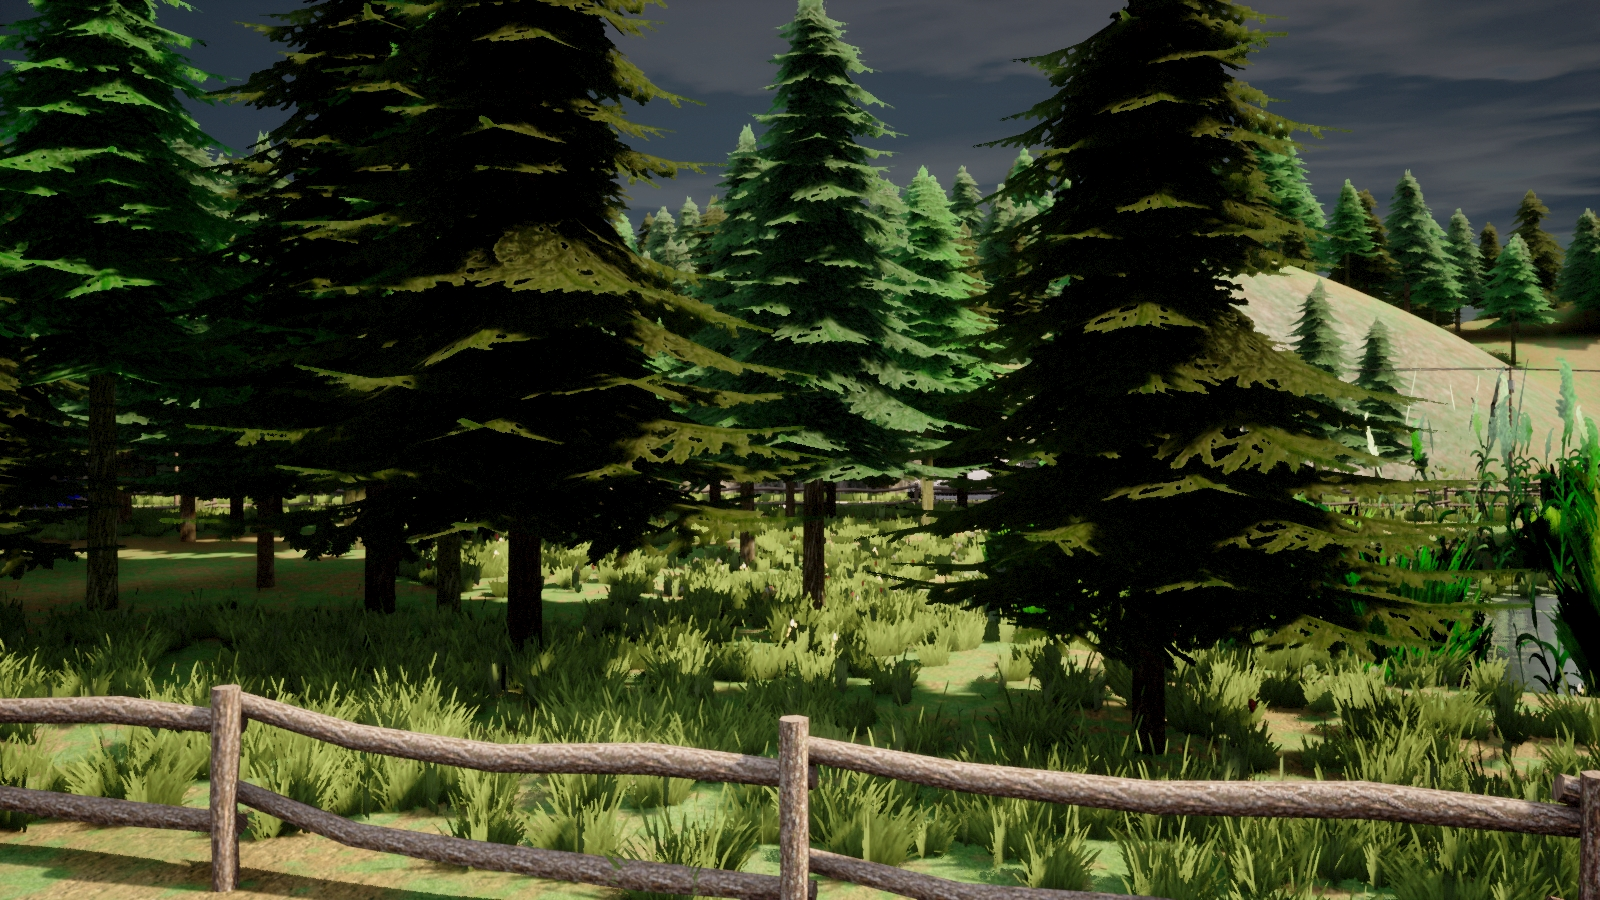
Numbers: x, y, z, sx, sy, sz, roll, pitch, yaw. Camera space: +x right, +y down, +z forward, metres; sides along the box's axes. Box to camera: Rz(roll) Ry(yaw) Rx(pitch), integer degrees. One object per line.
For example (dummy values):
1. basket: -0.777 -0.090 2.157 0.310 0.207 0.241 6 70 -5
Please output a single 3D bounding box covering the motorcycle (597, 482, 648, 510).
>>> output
1. motorcycle: -8.417 2.178 54.101 2.209 1.251 0.867 0 0 14
